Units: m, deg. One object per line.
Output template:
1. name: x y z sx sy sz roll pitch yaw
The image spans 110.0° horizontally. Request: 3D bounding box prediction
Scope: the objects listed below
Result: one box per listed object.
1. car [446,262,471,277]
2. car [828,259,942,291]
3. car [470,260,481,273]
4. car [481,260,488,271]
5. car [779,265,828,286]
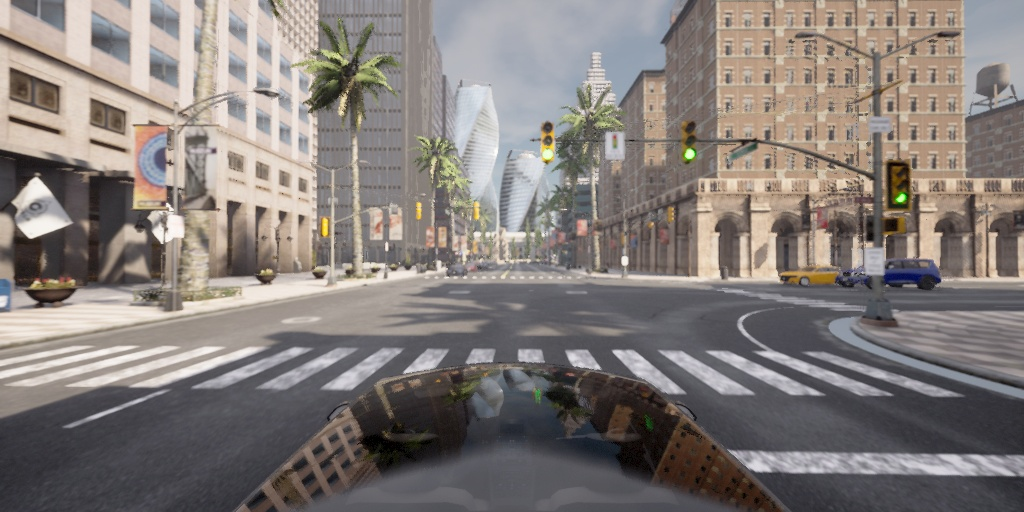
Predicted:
1. car: -6.350 1.661 41.836 1.994 1.385 4.181 0 -1 1
2. car: 25.140 1.204 24.047 5.566 2.045 2.150 0 -1 1
3. car: -6.047 1.711 51.747 1.812 1.442 4.674 0 -1 1
4. car: -5.865 1.891 63.486 1.895 1.301 4.718 0 0 2
5. car: 23.412 1.490 27.576 5.008 1.535 1.882 0 -1 1
